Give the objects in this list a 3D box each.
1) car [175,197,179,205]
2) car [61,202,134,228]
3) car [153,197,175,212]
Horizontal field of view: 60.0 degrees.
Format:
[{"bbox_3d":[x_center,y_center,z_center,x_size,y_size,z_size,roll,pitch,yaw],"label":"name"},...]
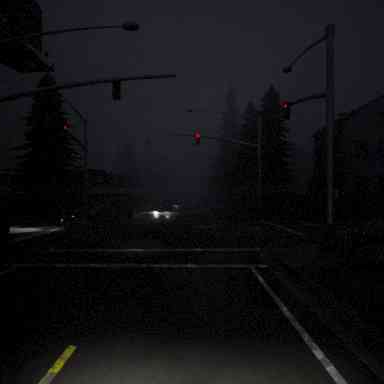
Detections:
[{"bbox_3d":[-3.310,1.567,59.418,2.033,1.411,5.357,0,0,0],"label":"car"},{"bbox_3d":[-6.227,1.474,22.305,4.902,1.511,2.128,-1,1,-42],"label":"car"},{"bbox_3d":[-3.471,1.576,39.436,1.994,1.385,4.181,0,0,0],"label":"car"}]
